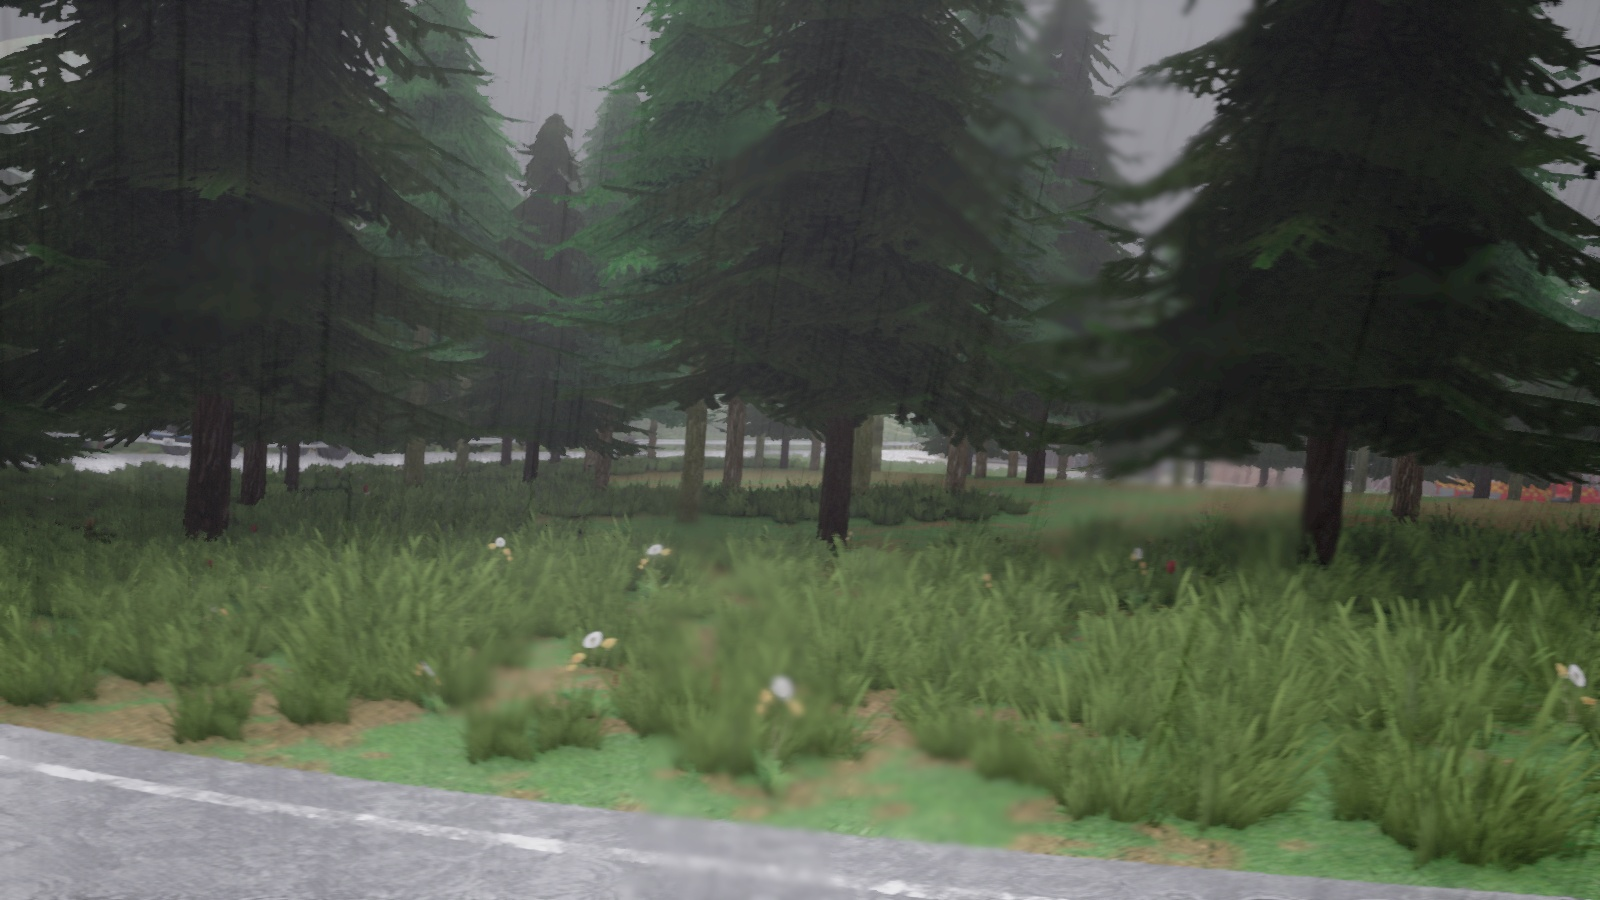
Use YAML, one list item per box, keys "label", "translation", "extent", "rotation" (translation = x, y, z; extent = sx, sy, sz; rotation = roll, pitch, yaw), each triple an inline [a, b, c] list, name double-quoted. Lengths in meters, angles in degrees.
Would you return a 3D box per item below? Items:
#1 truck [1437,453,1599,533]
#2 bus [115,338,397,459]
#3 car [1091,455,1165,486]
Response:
- label: "truck"
  translation: [42.548, 2.436, 74.056]
  extent: [8.468, 3.827, 2.891]
  rotation: [6, 2, 25]
- label: "bus"
  translation: [-21.761, -1.942, 51.200]
  extent: [3.944, 4.253, 10.273]
  rotation: [6, 2, 25]
- label: "car"
  translation: [22.808, 1.401, 87.351]
  extent: [4.553, 1.767, 2.097]
  rotation: [6, 2, 25]
